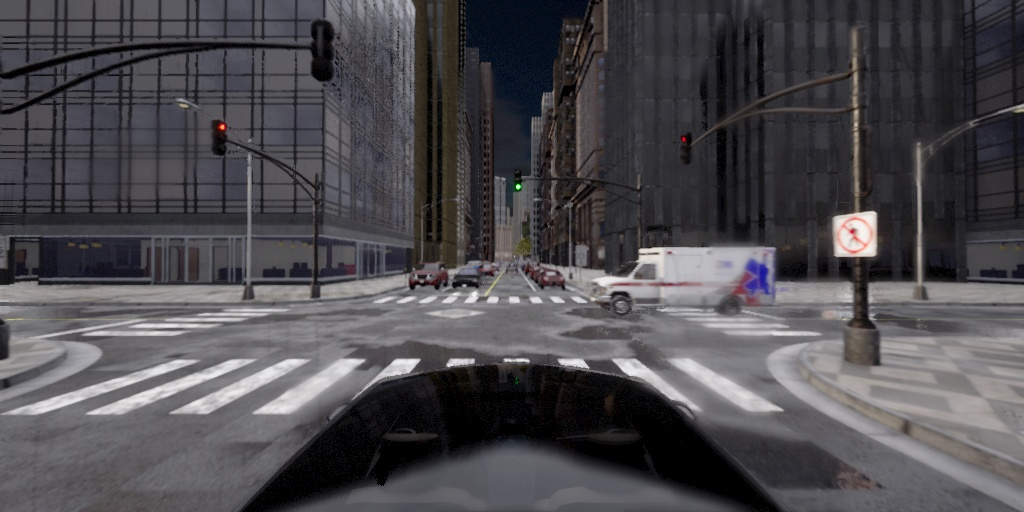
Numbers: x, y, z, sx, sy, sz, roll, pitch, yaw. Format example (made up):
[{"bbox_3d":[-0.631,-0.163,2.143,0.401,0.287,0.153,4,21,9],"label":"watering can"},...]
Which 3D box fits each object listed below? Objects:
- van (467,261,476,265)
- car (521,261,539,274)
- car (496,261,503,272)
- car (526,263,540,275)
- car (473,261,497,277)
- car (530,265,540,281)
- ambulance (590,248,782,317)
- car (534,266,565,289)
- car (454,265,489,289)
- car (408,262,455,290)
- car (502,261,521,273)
[{"bbox_3d":[-5.761,1.699,53.492,1.690,1.789,3.998,0,0,0],"label":"van"},{"bbox_3d":[2.764,1.606,47.892,2.192,1.841,5.009,0,0,0],"label":"car"},{"bbox_3d":[-2.999,2.010,60.254,1.812,1.442,4.674,0,-1,0],"label":"car"},{"bbox_3d":[2.763,1.703,36.656,1.888,1.381,4.507,0,0,0],"label":"car"},{"bbox_3d":[-3.088,1.705,42.587,1.882,1.535,5.008,0,-1,0],"label":"car"},{"bbox_3d":[2.763,1.673,31.038,1.802,1.307,4.207,0,0,0],"label":"car"},{"bbox_3d":[6.248,0.932,13.539,6.366,2.431,2.351,0,-1,-1],"label":"ambulance"},{"bbox_3d":[2.763,1.607,25.420,1.802,1.307,4.207,0,0,0],"label":"car"},{"bbox_3d":[-3.097,1.579,26.019,2.033,1.411,5.357,0,-1,0],"label":"car"},{"bbox_3d":[-5.762,1.339,25.401,2.192,1.841,5.009,0,0,0],"label":"car"},{"bbox_3d":[0.001,1.871,55.236,2.128,1.511,4.902,0,-1,0],"label":"car"}]
